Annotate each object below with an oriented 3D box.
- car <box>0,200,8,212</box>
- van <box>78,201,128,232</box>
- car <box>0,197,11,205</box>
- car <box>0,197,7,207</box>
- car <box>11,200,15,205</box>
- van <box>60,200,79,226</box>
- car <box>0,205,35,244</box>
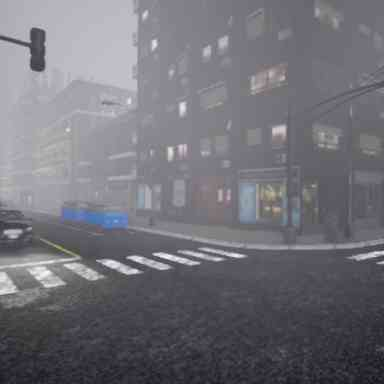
[{"bbox_3d":[-26.642,1.933,45.652,1.837,1.490,4.892,0,-1,-36],"label":"car"},{"bbox_3d":[-5.572,1.514,21.123,1.690,1.788,3.998,-1,0,-36],"label":"van"},{"bbox_3d":[-14.956,1.430,24.196,2.150,2.045,5.566,0,-1,-36],"label":"car"},{"bbox_3d":[-38.200,1.959,65.878,2.192,1.841,5.009,-1,0,-36],"label":"car"},{"bbox_3d":[-31.673,1.987,56.928,1.967,1.590,4.097,-1,0,-36],"label":"car"},{"bbox_3d":[-8.835,1.559,25.599,1.690,1.788,3.998,-1,0,-36],"label":"van"},{"bbox_3d":[-8.870,1.615,15.841,2.128,1.511,4.902,0,-1,-36],"label":"car"}]
